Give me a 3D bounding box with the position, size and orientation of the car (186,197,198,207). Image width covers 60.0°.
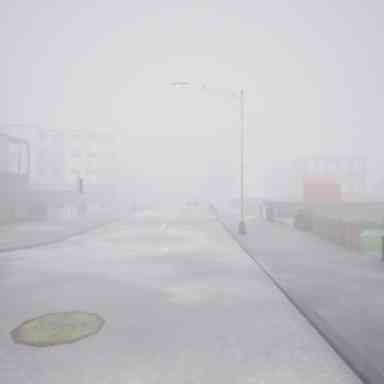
[{"bbox_3d":[0.032,1.585,52.008,2.128,1.511,4.902,0,0,0],"label":"car"}]

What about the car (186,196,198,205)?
[{"bbox_3d":[0.035,1.603,62.292,2.128,1.511,4.902,0,0,0],"label":"car"}]
